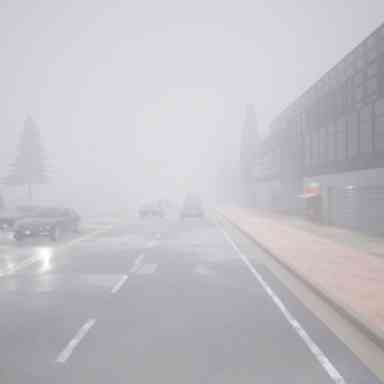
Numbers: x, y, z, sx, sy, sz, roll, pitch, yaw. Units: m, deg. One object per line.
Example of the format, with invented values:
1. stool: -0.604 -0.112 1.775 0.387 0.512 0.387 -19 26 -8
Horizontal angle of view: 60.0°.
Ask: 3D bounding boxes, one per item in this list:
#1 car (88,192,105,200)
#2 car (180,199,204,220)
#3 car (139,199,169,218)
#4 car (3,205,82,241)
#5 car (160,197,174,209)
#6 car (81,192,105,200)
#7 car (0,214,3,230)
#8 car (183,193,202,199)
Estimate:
1. car: -24.908 1.043 87.148 3.866 1.878 1.905 0 0 0
2. car: 0.016 1.527 28.082 1.994 1.385 4.181 0 0 0
3. car: -3.399 1.563 29.325 1.895 1.301 4.718 0 0 0
4. car: -7.012 1.483 16.619 1.837 1.490 4.892 0 0 0
5. car: -3.436 1.420 44.395 1.882 1.535 5.008 0 0 0
6. car: -24.965 1.044 84.253 4.605 1.855 1.932 0 0 0
7. car: -10.500 1.520 21.362 2.033 1.411 5.357 0 0 0
8. car: 0.069 1.164 43.180 2.150 2.045 5.566 0 0 0
